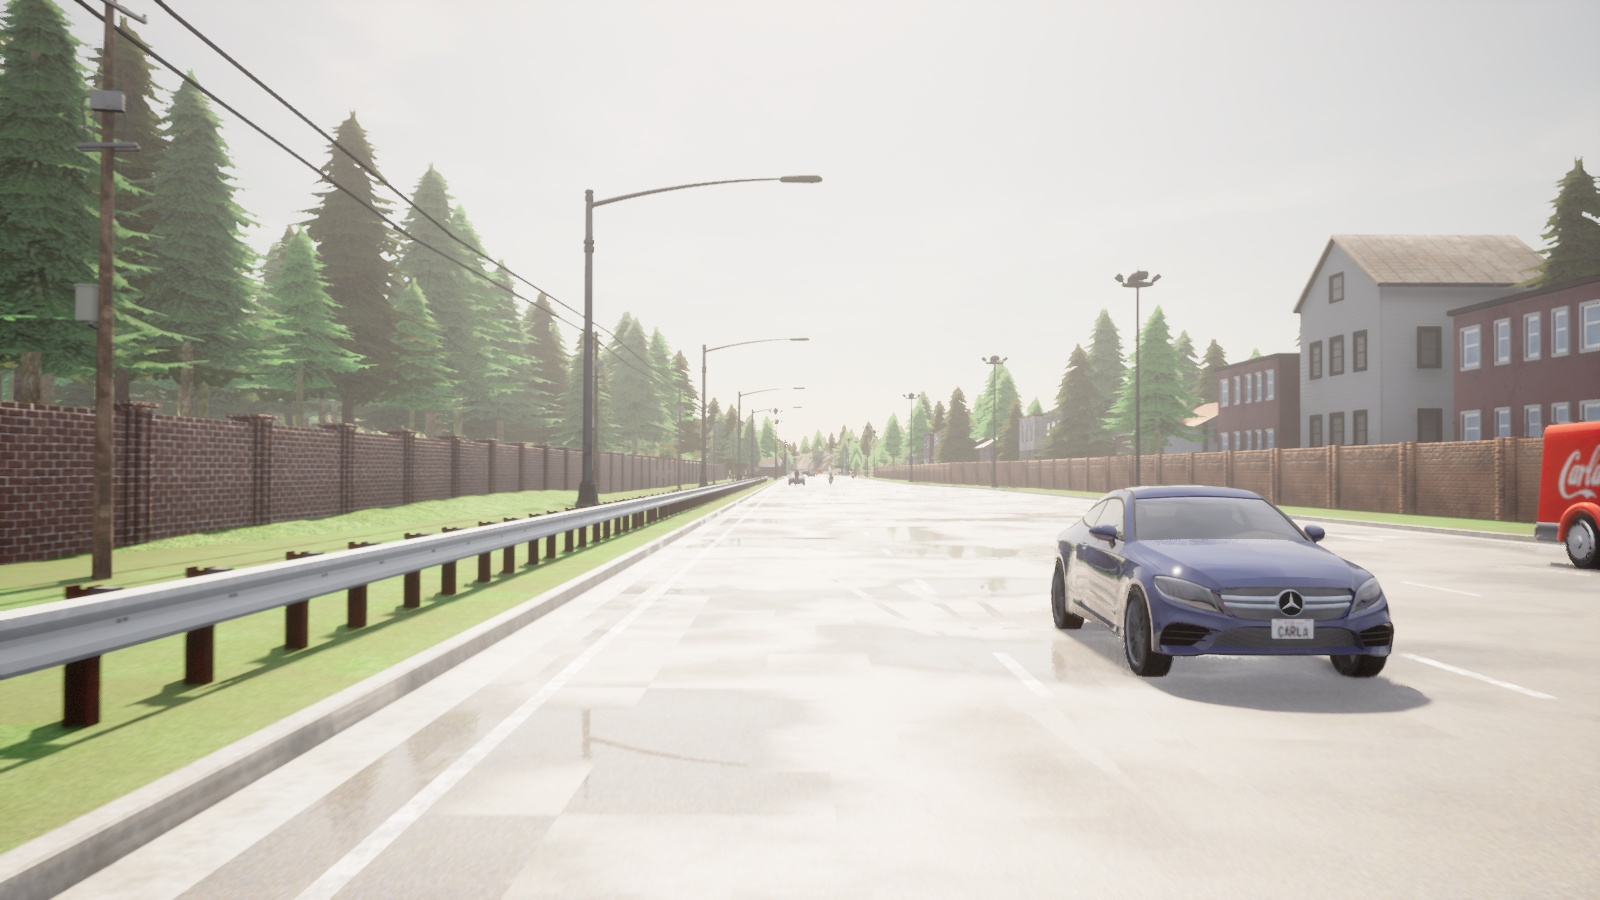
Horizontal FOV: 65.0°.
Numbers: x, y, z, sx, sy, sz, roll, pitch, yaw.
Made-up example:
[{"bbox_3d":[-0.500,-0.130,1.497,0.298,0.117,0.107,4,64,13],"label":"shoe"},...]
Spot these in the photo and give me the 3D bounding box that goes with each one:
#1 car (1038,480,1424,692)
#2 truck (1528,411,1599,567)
[{"bbox_3d":[3.473,1.014,11.173,1.812,1.442,4.674,0,-1,0],"label":"car"},{"bbox_3d":[13.952,0.597,19.166,2.627,2.467,5.204,0,-1,0],"label":"truck"}]
